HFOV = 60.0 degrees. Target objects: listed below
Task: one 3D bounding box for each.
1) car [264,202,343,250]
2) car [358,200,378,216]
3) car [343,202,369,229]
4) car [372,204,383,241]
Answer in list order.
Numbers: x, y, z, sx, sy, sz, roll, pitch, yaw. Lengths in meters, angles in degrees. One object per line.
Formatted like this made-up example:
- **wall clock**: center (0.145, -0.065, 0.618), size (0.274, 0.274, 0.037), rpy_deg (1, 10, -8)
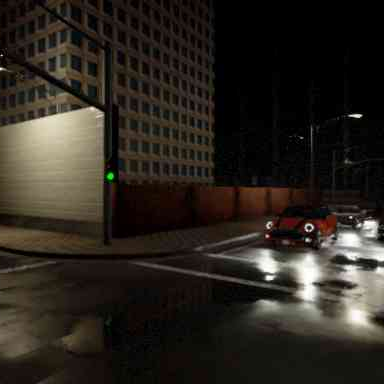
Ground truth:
- **car**: center (4.871, 1.342, 14.560), size (2.097, 1.767, 4.553), rpy_deg (0, 0, 35)
- **car**: center (15.368, 1.470, 29.287), size (2.128, 1.511, 4.902), rpy_deg (0, 0, 36)
- **car**: center (10.069, 1.585, 21.875), size (1.895, 1.301, 4.718), rpy_deg (0, 0, 35)
- **car**: center (10.257, 1.487, 16.099), size (1.882, 1.535, 5.008), rpy_deg (0, 0, 35)
